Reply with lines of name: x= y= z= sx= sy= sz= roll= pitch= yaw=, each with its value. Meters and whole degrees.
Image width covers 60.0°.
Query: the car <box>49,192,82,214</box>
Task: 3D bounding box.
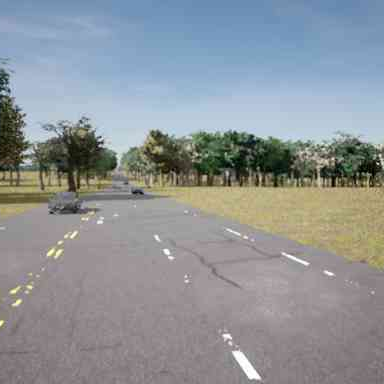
car: x=-9.288 y=0.773 z=24.659 sx=1.837 sy=1.490 sz=4.892 roll=-1 pitch=2 yaw=-12

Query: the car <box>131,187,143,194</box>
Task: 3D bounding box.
car: x=-9.824 y=-0.239 z=59.403 sx=1.895 sy=1.301 sz=4.718 roll=-1 pitch=2 yaw=-12

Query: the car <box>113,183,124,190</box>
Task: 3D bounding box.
car: x=-18.647 y=-1.248 z=83.015 sx=1.882 sy=1.535 sz=5.008 roll=-1 pitch=2 yaw=-12
